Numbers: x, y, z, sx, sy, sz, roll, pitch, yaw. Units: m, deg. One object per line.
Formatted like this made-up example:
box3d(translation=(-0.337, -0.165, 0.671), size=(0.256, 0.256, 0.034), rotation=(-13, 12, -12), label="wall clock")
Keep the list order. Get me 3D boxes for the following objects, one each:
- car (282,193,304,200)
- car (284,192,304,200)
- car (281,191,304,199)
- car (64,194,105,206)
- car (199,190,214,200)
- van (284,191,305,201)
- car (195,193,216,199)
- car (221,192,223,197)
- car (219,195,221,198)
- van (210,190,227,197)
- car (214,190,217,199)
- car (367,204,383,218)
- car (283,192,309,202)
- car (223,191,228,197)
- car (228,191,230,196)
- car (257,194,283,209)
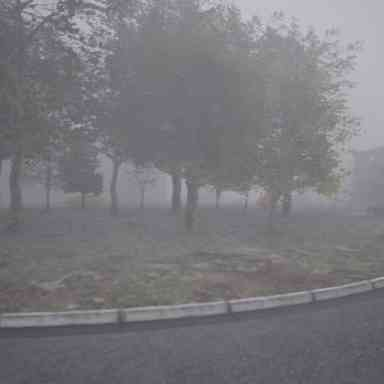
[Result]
box3d(translation=(25.131, 1.016, 82.826), size=(5.008, 1.535, 2.097), rotation=(1, 1, 15), label="car")
box3d(translation=(24.433, 0.936, 80.006), size=(4.553, 1.767, 2.185), rotation=(1, 1, 15), label="car")
box3d(translation=(26.541, 0.681, 88.068), size=(5.566, 2.045, 2.435), rotation=(1, 1, 15), label="car")
box3d(translation=(-14.077, 1.056, 43.650), size=(5.008, 1.535, 1.882), rotation=(1, 0, -15), label="car")
box3d(translation=(1.913, 0.801, 73.536), size=(4.553, 1.767, 2.185), rotation=(1, 1, 15), label="car")
box3d(translation=(22.916, 0.912, 74.783), size=(4.442, 1.987, 1.878), rotation=(1, 1, 15), label="van")
box3d(translation=(3.275, 0.903, 78.885), size=(4.674, 1.452, 2.002), rotation=(1, 1, 15), label="car")
box3d(translation=(4.659, 0.793, 84.228), size=(4.892, 1.521, 2.231), rotation=(1, 1, 15), label="car")
box3d(translation=(4.000, 0.703, 81.544), size=(4.553, 1.767, 2.185), rotation=(1, 1, 15), label="car")
box3d(translation=(7.562, 0.404, 94.864), size=(4.442, 1.987, 1.878), rotation=(1, 1, 15), label="van")
box3d(translation=(2.573, 0.897, 76.220), size=(5.008, 1.535, 2.097), rotation=(1, 1, 15), label="car")
box3d(translation=(17.234, 1.537, 28.217), size=(1.882, 1.535, 5.008), rotation=(1, 1, -14), label="car")
box3d(translation=(20.888, 1.255, 66.693), size=(4.792, 1.488, 2.163), rotation=(1, 1, 15), label="car")
box3d(translation=(6.031, 0.458, 89.564), size=(5.566, 2.045, 2.435), rotation=(1, 1, 15), label="car")
box3d(translation=(6.931, 0.669, 92.182), size=(5.366, 1.575, 1.946), rotation=(1, 1, 15), label="car")
box3d(translation=(9.925, 1.226, 43.704), size=(2.097, 1.767, 4.553), rotation=(1, 0, -1), label="car")
